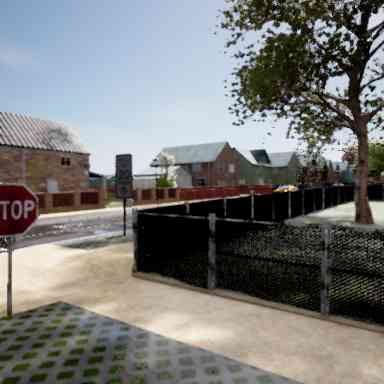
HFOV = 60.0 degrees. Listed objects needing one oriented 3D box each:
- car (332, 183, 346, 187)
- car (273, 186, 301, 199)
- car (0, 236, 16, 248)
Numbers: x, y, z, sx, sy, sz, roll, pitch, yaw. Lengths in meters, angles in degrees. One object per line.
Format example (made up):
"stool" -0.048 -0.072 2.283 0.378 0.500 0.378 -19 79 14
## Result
"car" 22.841 -0.599 51.771 1.812 1.442 4.674 0 2 36
"car" 9.972 0.107 34.095 1.882 1.535 5.008 0 2 36
"car" -7.095 1.202 9.644 2.128 1.511 4.902 -2 3 0
